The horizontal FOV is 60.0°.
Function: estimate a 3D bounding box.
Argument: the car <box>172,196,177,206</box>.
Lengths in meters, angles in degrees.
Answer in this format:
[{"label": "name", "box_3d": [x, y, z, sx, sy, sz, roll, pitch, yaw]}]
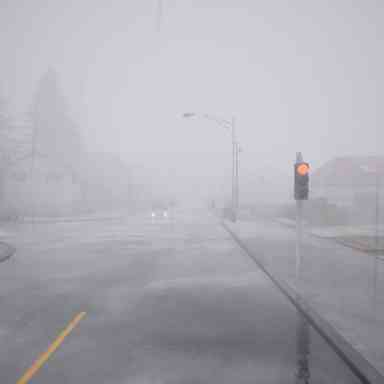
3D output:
[{"label": "car", "box_3d": [-3.935, 1.352, 52.910, 2.097, 1.767, 4.553, 0, 0, 0]}]

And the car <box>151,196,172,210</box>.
[{"label": "car", "box_3d": [-3.974, 1.505, 42.288, 1.837, 1.490, 4.892, 0, 0, 0]}]

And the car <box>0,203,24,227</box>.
[{"label": "car", "box_3d": [-13.701, 1.491, 21.902, 4.902, 1.511, 2.128, 0, 0, 2]}]

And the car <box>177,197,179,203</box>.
[{"label": "car", "box_3d": [-3.799, 1.477, 68.552, 1.882, 1.535, 5.008, 0, 0, 0]}]
